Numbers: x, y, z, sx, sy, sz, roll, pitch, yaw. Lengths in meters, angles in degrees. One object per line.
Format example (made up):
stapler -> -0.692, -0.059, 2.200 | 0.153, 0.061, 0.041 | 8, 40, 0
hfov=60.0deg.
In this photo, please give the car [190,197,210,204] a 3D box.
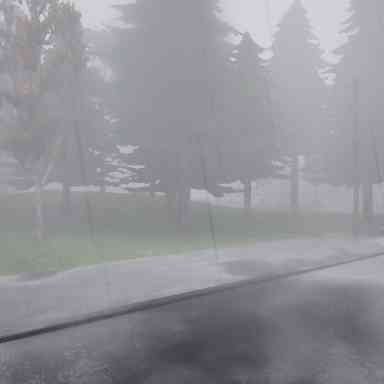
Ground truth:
car -> 1.267, 1.613, 62.777 | 1.895, 1.301, 4.718 | 0, 0, -35
